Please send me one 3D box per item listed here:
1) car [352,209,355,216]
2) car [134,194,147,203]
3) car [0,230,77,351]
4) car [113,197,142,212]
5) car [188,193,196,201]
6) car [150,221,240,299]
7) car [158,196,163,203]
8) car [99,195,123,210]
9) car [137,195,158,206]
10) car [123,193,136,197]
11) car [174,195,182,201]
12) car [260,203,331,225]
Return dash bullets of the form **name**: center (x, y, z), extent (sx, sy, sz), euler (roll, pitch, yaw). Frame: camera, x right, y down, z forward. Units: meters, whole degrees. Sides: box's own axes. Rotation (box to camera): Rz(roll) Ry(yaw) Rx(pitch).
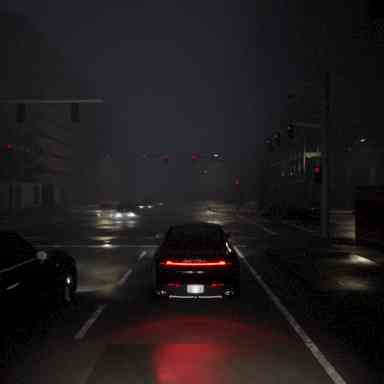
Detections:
- **car**: center (15.976, 1.656, 27.665), extent (4.718, 1.301, 1.895), euler (0, 0, 0)
- **car**: center (-10.673, 1.355, 69.422), extent (2.097, 1.767, 4.553), euler (0, 0, 1)
- **car**: center (-3.445, 1.352, 5.119), extent (2.097, 1.767, 4.553), euler (0, 0, 0)
- **car**: center (-7.421, 1.604, 38.687), extent (1.895, 1.301, 4.718), euler (0, 0, -1)
- **car**: center (-0.004, 1.225, 84.459), extent (2.150, 2.045, 5.566), euler (0, 0, 1)
- **car**: center (0.082, 1.505, 8.441), extent (1.837, 1.490, 4.892), euler (0, 0, 0)
- **car**: center (-7.177, 1.477, 68.979), extent (1.882, 1.535, 5.008), euler (0, 0, 1)
- **car**: center (-10.962, 1.478, 44.314), extent (1.882, 1.535, 5.008), euler (0, 0, 0)
- **car**: center (-7.412, 1.548, 55.687), extent (2.033, 1.411, 5.357), euler (0, 0, 1)
- **car**: center (-10.895, 1.222, 56.649), extent (2.150, 2.045, 5.566), euler (0, 0, 1)
- **car**: center (-3.507, 1.553, 84.235), extent (1.994, 1.385, 4.181), euler (0, 0, 1)
- **car**: center (7.440, 1.549, 24.047), extent (4.902, 1.511, 2.128), euler (0, 0, 3)
